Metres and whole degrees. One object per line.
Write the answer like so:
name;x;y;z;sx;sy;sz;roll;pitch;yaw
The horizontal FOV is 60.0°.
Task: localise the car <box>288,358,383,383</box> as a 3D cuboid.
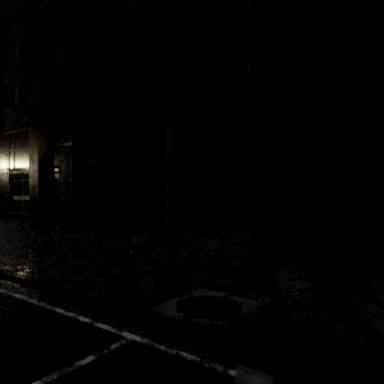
car;2.462;1.547;1.208;4.507;1.381;1.887;0;0;36
